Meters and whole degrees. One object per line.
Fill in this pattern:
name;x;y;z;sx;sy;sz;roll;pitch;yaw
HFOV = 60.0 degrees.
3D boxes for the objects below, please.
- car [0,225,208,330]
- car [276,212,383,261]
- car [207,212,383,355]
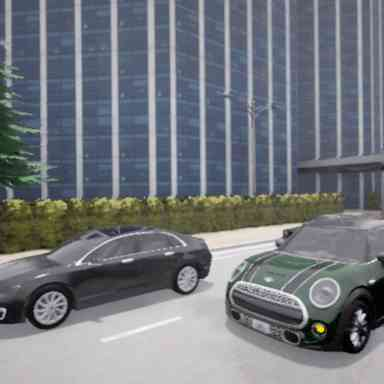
car;-1.735;1.535;7.140;4.892;1.490;1.837;-1;0;-38
car;5.532;1.556;12.885;4.718;1.301;1.895;-1;0;-38
car;2.748;1.332;6.225;4.553;1.767;2.097;-1;0;-38
